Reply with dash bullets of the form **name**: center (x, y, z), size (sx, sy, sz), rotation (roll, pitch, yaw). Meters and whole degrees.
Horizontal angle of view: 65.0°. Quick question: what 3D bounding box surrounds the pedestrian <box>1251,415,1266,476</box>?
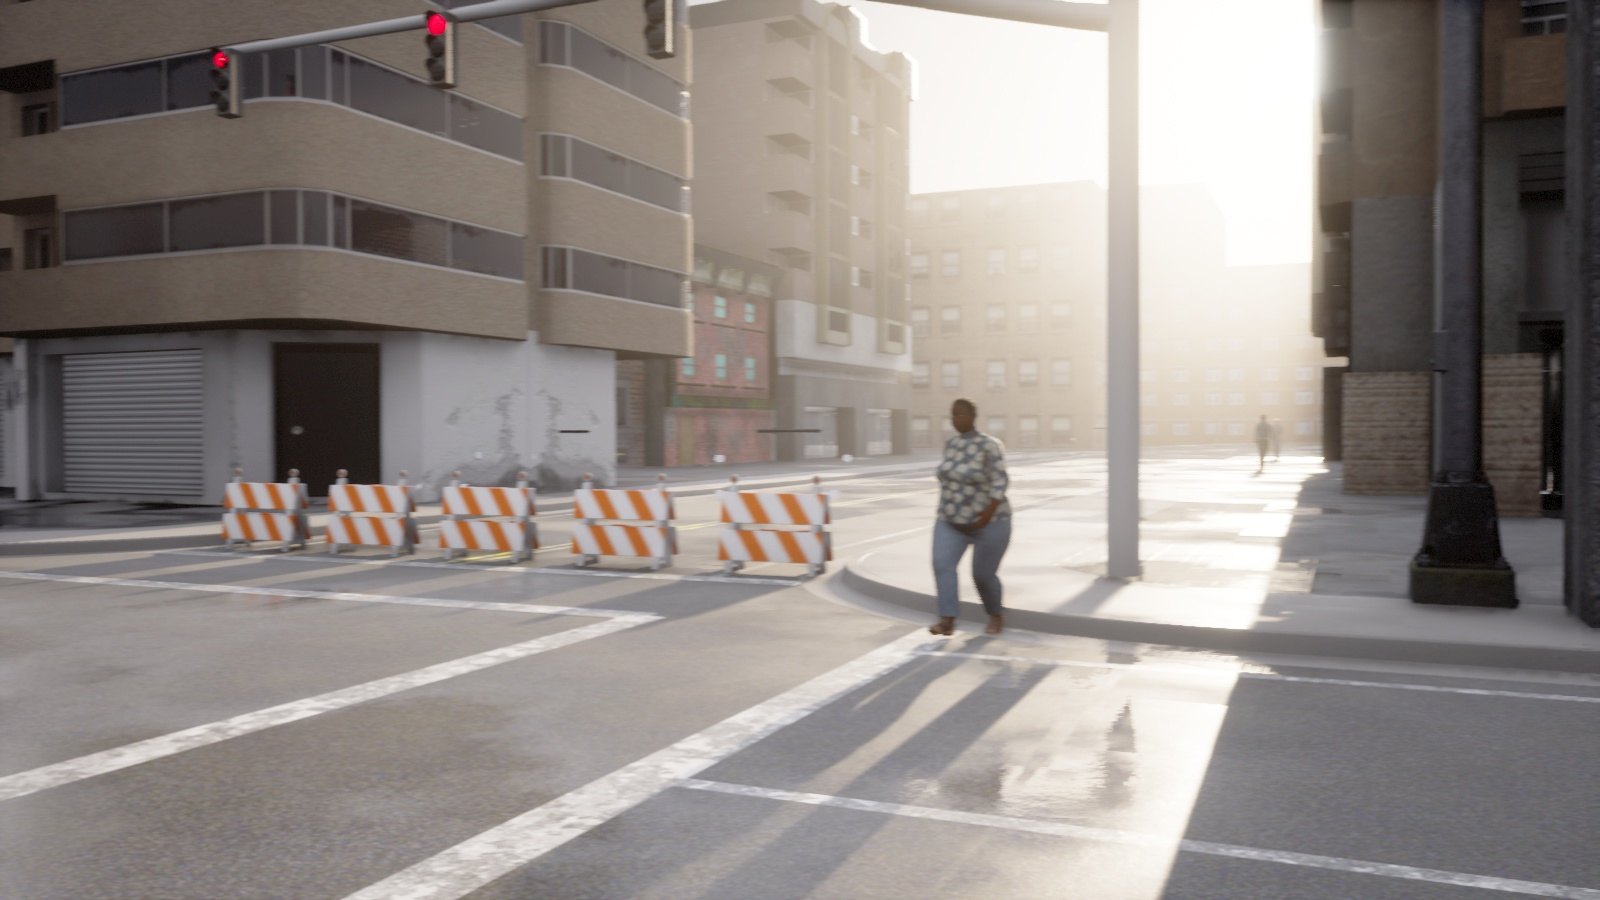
- **pedestrian**: center (14.600, -0.142, 39.977), size (0.396, 1.930, 0.692), rotation (0, 1, 17)

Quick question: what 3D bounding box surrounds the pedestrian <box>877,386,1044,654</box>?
- **pedestrian**: center (1.196, 0.476, 9.332), size (0.874, 1.855, 0.900), rotation (1, 1, 40)

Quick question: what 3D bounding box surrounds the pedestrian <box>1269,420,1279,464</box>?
- **pedestrian**: center (20.112, -0.350, 53.301), size (0.354, 1.836, 0.706), rotation (1, 1, 19)
